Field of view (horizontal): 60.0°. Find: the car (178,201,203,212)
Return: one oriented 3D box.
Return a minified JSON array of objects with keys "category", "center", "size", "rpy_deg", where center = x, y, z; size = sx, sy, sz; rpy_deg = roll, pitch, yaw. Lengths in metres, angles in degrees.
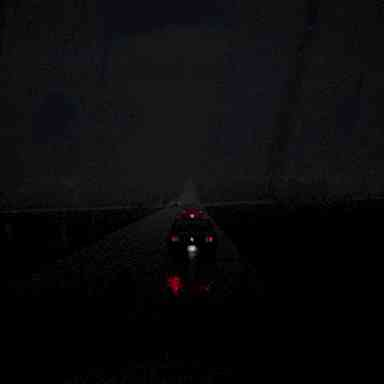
[{"category":"car","center":[0.019,1.777,29.408],"size":[1.812,1.442,4.674],"rpy_deg":[0,0,0]}]

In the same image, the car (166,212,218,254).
[{"category":"car","center":[0.008,1.727,14.090],"size":[1.895,1.301,4.718],"rpy_deg":[0,0,0]}]

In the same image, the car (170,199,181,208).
[{"category":"car","center":[-2.725,1.921,57.292],"size":[1.882,1.535,5.008],"rpy_deg":[0,-1,0]}]
